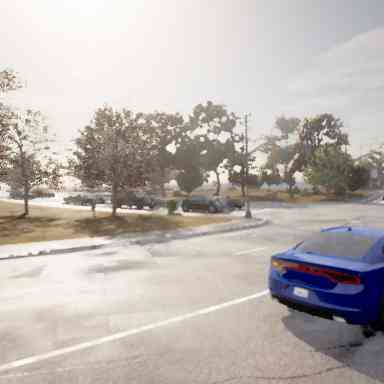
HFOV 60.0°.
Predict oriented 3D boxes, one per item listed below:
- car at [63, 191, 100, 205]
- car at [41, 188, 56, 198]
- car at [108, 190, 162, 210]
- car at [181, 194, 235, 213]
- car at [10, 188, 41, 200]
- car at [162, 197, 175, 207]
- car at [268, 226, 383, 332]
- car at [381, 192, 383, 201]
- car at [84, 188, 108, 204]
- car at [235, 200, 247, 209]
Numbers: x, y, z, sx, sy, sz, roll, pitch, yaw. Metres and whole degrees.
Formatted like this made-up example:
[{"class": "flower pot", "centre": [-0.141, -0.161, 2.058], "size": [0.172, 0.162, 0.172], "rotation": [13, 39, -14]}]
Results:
[{"class": "car", "centre": [-14.458, 0.947, 42.832], "size": [4.718, 1.301, 1.895], "rotation": [2, 3, 36]}, {"class": "car", "centre": [-24.317, 0.153, 54.463], "size": [5.008, 1.535, 1.882], "rotation": [2, 3, 36]}, {"class": "car", "centre": [-6.368, 0.804, 36.888], "size": [5.566, 2.045, 2.150], "rotation": [1, 3, 36]}, {"class": "car", "centre": [1.254, 1.005, 31.309], "size": [4.553, 1.767, 2.097], "rotation": [0, 2, 36]}, {"class": "car", "centre": [-26.186, 0.346, 51.498], "size": [5.357, 1.411, 2.033], "rotation": [3, 3, 36]}, {"class": "car", "centre": [-4.167, 1.072, 39.625], "size": [4.718, 1.301, 1.895], "rotation": [1, 2, 36]}, {"class": "car", "centre": [3.665, 1.449, 6.889], "size": [5.008, 1.535, 1.882], "rotation": [0, 0, -39]}, {"class": "car", "centre": [25.214, 0.328, 41.921], "size": [1.812, 1.442, 4.674], "rotation": [-1, 1, 35]}, {"class": "car", "centre": [-12.728, 0.440, 45.883], "size": [5.566, 2.045, 2.150], "rotation": [2, 3, 36]}, {"class": "car", "centre": [3.173, 1.140, 34.259], "size": [4.718, 1.301, 1.895], "rotation": [0, 2, 36]}]
